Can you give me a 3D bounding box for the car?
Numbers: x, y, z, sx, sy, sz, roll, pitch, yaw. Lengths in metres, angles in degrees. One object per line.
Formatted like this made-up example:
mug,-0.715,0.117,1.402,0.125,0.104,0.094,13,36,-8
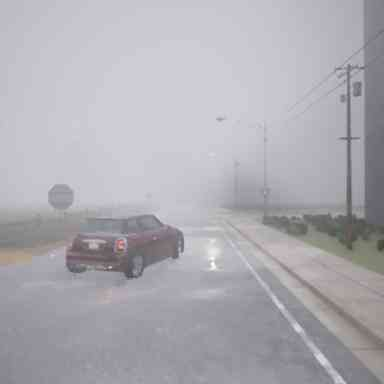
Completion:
car,-1.892,1.459,10.760,2.097,1.767,4.553,0,-1,19
